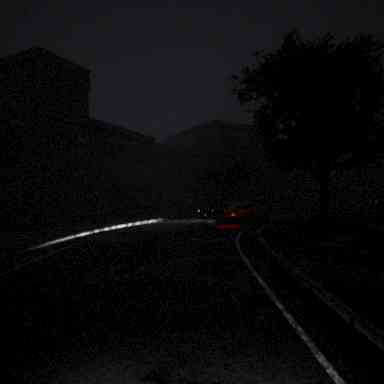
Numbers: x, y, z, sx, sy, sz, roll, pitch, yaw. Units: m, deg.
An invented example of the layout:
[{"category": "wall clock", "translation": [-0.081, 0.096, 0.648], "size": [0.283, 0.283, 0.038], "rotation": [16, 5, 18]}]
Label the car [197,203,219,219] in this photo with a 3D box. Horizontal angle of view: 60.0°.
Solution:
[{"category": "car", "translation": [2.524, 1.565, 28.910], "size": [1.895, 1.301, 4.718], "rotation": [-2, -1, 41]}]

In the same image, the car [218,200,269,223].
[{"category": "car", "translation": [4.193, 1.368, 24.986], "size": [1.882, 1.535, 5.008], "rotation": [-2, -1, 33]}]

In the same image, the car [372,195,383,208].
[{"category": "car", "translation": [20.752, 0.858, 33.985], "size": [4.181, 1.385, 1.994], "rotation": [-3, -2, -4]}]
